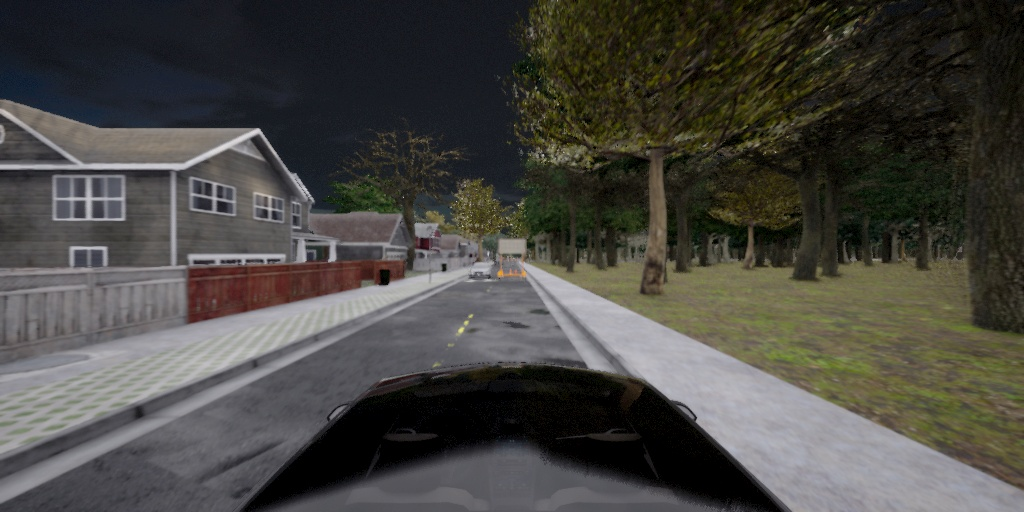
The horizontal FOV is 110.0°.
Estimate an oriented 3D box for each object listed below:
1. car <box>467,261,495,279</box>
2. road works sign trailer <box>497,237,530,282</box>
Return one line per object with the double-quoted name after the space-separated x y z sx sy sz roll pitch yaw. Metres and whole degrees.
-2.836 1.311 32.856 1.812 1.442 4.674 0 0 0 "car"
-0.001 0.245 29.686 2.380 3.560 2.880 0 0 0 "road works sign trailer"
